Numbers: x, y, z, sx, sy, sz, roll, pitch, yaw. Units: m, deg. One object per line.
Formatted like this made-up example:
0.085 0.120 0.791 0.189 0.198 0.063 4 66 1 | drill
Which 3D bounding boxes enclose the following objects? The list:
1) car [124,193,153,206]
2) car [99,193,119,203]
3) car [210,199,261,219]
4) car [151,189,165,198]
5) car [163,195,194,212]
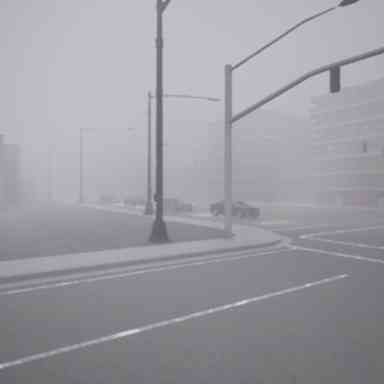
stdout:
-7.376 1.151 43.981 1.994 1.385 4.181 0 1 -34 | car
-13.121 0.898 52.452 2.128 1.511 4.902 0 1 -34 | car
3.556 1.376 28.005 1.882 1.535 5.008 0 1 -35 | car
-7.639 0.482 69.358 2.150 2.045 5.566 0 0 -34 | car
-1.732 1.363 35.706 1.895 1.301 4.718 0 1 -34 | car
